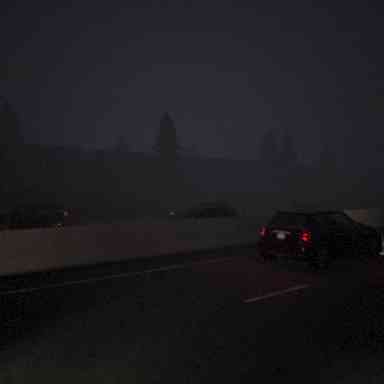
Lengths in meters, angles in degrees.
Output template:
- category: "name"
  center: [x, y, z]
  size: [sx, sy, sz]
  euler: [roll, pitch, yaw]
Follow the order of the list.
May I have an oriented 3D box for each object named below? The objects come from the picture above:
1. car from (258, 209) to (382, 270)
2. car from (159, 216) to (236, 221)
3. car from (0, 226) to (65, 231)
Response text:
- category: "car"
  center: [4.394, 1.340, 11.182]
  size: [4.553, 1.767, 2.097]
  euler: [0, 0, -35]
- category: "car"
  center: [0.375, 1.494, 17.158]
  size: [4.892, 1.490, 1.837]
  euler: [0, 0, -36]
- category: "car"
  center: [-9.453, 1.349, 18.746]
  size: [4.553, 1.767, 2.097]
  euler: [0, 0, -36]
